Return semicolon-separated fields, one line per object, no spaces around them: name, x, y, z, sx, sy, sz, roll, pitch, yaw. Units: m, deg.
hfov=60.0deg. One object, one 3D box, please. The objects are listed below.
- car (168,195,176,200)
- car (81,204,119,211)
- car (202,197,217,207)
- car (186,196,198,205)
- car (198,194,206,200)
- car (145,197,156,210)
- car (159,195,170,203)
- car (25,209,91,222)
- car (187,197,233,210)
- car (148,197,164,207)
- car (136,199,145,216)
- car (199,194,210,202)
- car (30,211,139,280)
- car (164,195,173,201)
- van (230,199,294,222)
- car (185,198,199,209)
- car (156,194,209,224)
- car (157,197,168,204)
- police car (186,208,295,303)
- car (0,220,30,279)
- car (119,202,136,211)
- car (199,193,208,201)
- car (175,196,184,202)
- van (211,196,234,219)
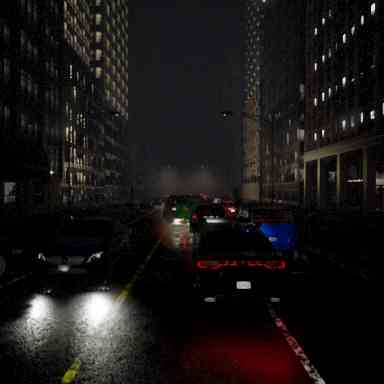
car;-5.621;1.540;92.519;1.947;1.339;4.313;-1;0;0
car;-5.683;1.540;18.631;1.887;1.381;4.507;-1;0;0
car;2.726;1.538;52.725;2.008;1.369;4.403;-1;0;0
car;0.049;1.477;59.299;2.128;1.511;4.902;0;0;0
car;2.759;1.414;92.512;1.967;1.590;4.097;-1;0;0
car;-5.664;1.541;41.366;2.008;1.369;4.403;-1;0;0
car;-5.641;1.422;69.784;1.967;1.590;4.097;-1;0;0
car;-5.688;1.563;12.947;1.947;1.339;4.313;-1;0;0
car;0.913;1.347;18.259;2.097;1.767;4.553;0;0;0
car;-5.654;1.538;52.733;2.008;1.369;4.403;-1;0;0
car;-5.673;1.575;29.998;1.802;1.307;4.206;-1;0;0
car;2.743;1.295;75.461;2.192;1.841;5.009;-1;0;0
car;-2.992;1.523;10.103;1.812;1.442;4.674;0;0;0
car;-5.631;1.504;80.981;1.752;1.417;4.829;-1;0;0
van;2.691;1.338;12.940;1.690;1.788;3.998;-1;0;0
car;0.055;1.590;46.010;1.895;1.301;4.718;0;0;1
car;-0.123;1.214;24.673;2.150;2.045;5.566;-1;0;24
car;-5.645;1.566;64.100;1.802;1.307;4.206;-1;0;0
police car;0.906;1.423;8.398;1.930;1.638;5.238;0;0;0
car;-5.693;1.549;7.264;2.008;1.369;4.403;-1;0;0
car;-5.679;1.545;24.315;2.008;1.369;4.403;-1;0;0
car;2.747;1.293;81.145;2.192;1.841;5.009;-1;0;0
car;-2.934;1.580;79.567;1.895;1.301;4.718;0;0;0
van;2.705;1.334;29.991;1.690;1.788;3.998;-1;0;0
